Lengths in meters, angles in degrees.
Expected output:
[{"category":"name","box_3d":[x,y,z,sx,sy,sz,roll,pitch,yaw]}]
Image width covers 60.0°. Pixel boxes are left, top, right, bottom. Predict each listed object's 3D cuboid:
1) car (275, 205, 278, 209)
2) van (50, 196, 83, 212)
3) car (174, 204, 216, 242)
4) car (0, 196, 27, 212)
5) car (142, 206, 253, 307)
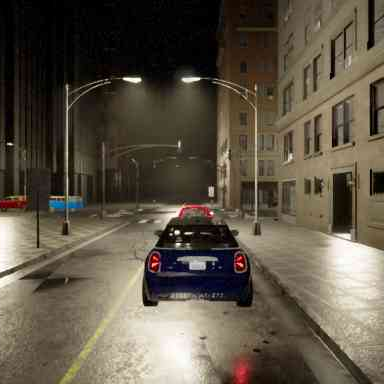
[{"category":"car","box_3d":[12.192,1.533,38.638,4.829,1.417,1.752,0,0,-1]},{"category":"van","box_3d":[-14.652,1.394,38.282,3.998,1.788,1.690,0,0,-1]},{"category":"car","box_3d":[0.132,1.482,17.437,1.882,1.535,5.008,0,0,0]},{"category":"car","box_3d":[-20.292,1.367,38.207,5.009,1.841,2.192,0,0,-1]},{"category":"car","box_3d":[0.114,1.353,8.145,2.097,1.767,4.553,0,0,0]}]
